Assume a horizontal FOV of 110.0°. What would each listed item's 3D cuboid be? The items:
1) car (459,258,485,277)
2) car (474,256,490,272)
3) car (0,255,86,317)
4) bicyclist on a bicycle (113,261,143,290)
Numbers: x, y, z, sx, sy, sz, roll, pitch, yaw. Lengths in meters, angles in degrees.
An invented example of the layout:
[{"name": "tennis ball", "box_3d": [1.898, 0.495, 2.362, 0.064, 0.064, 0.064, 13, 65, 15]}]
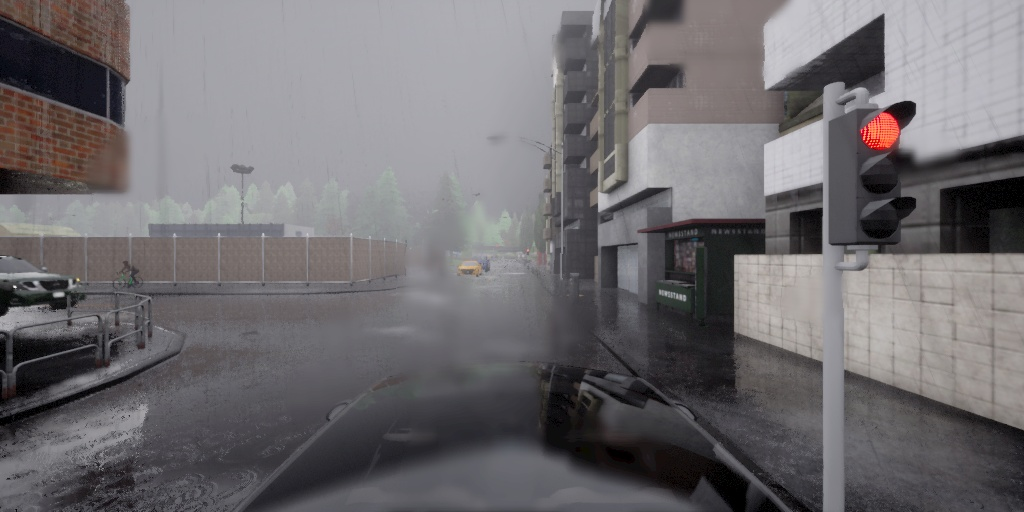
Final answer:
[{"name": "car", "box_3d": [-4.110, 1.228, 35.826, 1.882, 1.535, 5.008, 0, 0, 0]}, {"name": "car", "box_3d": [-4.079, 0.971, 46.527, 2.150, 2.045, 5.566, 0, 0, 0]}, {"name": "car", "box_3d": [-18.334, 0.970, 12.324, 5.566, 2.045, 2.150, 0, 0, 0]}, {"name": "bicyclist on a bicycle", "box_3d": [-22.180, 1.099, 20.731, 0.582, 1.620, 1.656, 0, 0, 0]}]
